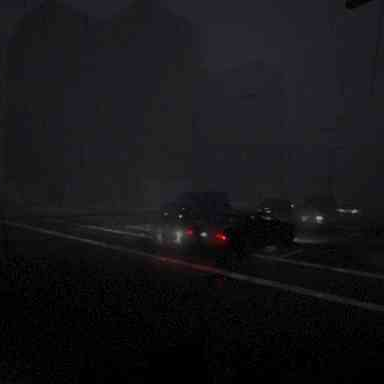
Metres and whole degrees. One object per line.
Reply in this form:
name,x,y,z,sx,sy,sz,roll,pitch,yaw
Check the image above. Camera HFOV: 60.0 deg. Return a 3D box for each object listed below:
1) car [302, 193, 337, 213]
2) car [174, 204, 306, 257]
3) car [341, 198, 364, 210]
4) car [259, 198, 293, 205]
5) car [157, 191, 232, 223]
car,14.214,1.164,36.844,2.150,2.045,5.566,1,0,41
car,2.031,1.379,12.276,2.033,1.411,5.357,1,1,41
car,21.927,1.566,45.461,1.882,1.535,5.008,1,0,42
car,7.104,1.297,28.837,1.837,1.490,4.892,1,0,42
car,0.343,0.933,21.205,2.150,2.045,5.566,1,1,41
